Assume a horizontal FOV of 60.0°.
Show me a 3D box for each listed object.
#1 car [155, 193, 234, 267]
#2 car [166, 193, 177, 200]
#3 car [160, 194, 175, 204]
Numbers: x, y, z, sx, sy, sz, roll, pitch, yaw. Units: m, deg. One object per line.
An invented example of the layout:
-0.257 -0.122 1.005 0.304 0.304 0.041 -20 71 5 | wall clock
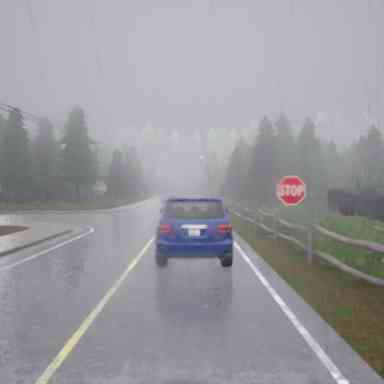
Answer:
0.068 1.107 11.079 2.150 2.045 5.566 0 0 0 | car
-4.061 0.901 66.792 1.994 1.385 4.181 0 1 -1 | car
-3.678 1.056 50.894 1.994 1.385 4.181 0 1 -1 | car
